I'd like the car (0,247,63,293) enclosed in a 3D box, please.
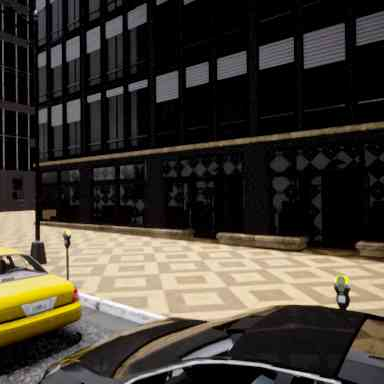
[{"bbox_3d":[-3.957,1.527,5.877,4.829,1.417,1.752,0,-1,35],"label":"car"}]

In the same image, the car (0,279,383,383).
[{"bbox_3d":[0.678,1.566,2.363,4.313,1.339,1.947,0,-1,36],"label":"car"}]
